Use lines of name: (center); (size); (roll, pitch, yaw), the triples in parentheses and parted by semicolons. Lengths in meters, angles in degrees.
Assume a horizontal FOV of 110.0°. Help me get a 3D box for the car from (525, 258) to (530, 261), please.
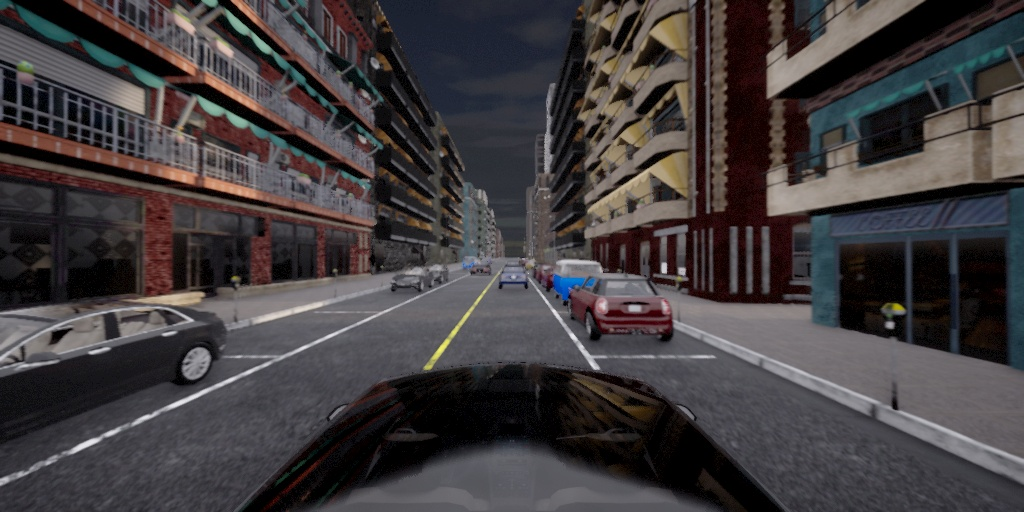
car: (2.681, 1.189, 48.653); (1.751, 1.417, 4.829); (0, 0, 0)

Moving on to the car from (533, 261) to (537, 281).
car: (2.686, 1.247, 26.390); (1.888, 1.381, 4.507); (0, 0, 0)

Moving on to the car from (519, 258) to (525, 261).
car: (0.090, 1.228, 38.715); (2.033, 1.411, 5.357); (0, 0, 0)

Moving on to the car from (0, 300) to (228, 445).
car: (-5.689, 1.295, 4.307); (2.007, 1.370, 4.403); (0, 0, 0)

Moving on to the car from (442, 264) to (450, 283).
car: (-5.695, 1.252, 26.401); (2.007, 1.370, 4.403); (0, 0, 0)

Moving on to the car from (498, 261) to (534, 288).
car: (0.090, 1.255, 23.084); (2.033, 1.411, 5.357); (0, 0, 0)

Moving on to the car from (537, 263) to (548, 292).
car: (2.688, 1.258, 20.866); (1.888, 1.381, 4.507); (0, 0, 0)

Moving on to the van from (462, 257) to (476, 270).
van: (-5.700, 1.004, 48.493); (1.690, 1.789, 3.998); (0, 0, 0)

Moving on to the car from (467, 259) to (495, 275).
car: (-3.098, 1.247, 36.650); (1.994, 1.385, 4.181); (0, 0, 0)

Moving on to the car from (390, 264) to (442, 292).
car: (-5.693, 1.262, 20.878); (2.007, 1.370, 4.403); (0, 0, 0)

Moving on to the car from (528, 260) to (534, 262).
car: (2.685, 1.258, 31.914); (1.948, 1.339, 4.313); (0, 0, 0)

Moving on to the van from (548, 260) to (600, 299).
van: (2.689, 1.064, 15.343); (1.690, 1.789, 3.998); (0, 0, 0)

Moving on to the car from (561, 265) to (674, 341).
car: (2.691, 1.174, 9.819); (1.967, 1.591, 4.097); (0, 0, 0)

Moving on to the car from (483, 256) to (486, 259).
car: (-5.703, 1.170, 59.371); (1.751, 1.417, 4.829); (0, 0, 0)
